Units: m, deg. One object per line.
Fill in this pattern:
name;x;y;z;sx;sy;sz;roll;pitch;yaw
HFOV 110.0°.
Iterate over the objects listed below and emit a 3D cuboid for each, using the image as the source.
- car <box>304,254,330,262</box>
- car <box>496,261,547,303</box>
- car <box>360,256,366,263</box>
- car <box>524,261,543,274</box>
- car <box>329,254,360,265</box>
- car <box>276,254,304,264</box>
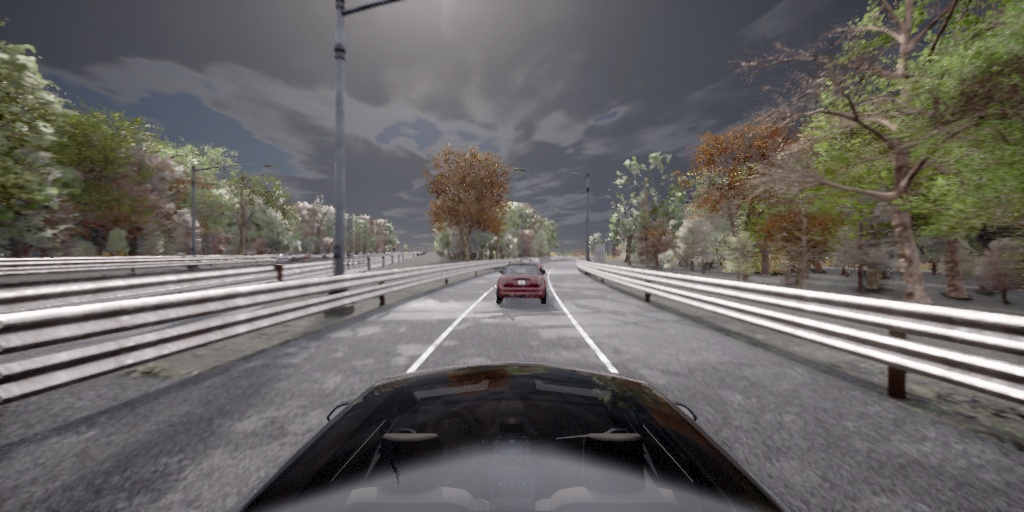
car;-24.748;0.558;46.314;1.837;1.490;4.892;0;0;-13
car;0.476;1.059;16.403;2.097;1.767;4.553;0;0;3
car;-22.518;0.622;51.951;1.895;1.301;4.718;0;1;-13
car;2.471;1.219;39.993;1.895;1.301;4.718;0;0;7
car;-20.806;0.599;44.709;1.837;1.490;4.892;0;0;-13
car;-28.150;0.550;45.516;2.128;1.511;4.902;0;3;-13
